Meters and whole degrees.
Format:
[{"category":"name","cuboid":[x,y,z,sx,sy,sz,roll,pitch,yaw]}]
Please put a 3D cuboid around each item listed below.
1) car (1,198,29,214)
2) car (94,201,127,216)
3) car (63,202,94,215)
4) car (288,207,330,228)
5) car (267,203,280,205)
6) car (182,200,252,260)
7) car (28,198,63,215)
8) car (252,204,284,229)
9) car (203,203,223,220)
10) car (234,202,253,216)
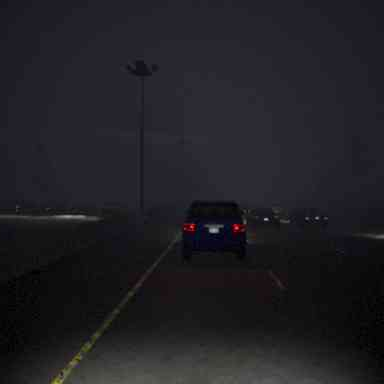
[{"category":"car","cuboid":[-18.796,1.472,36.516,2.097,1.767,4.553,1,-1,4]},{"category":"car","cuboid":[-8.346,1.700,35.472,1.882,1.535,5.008,1,-1,4]},{"category":"car","cuboid":[-11.817,1.763,36.007,1.994,1.385,4.181,1,-1,4]},{"category":"car","cuboid":[8.621,1.842,24.951,2.033,1.411,5.357,1,-1,4]},{"category":"car","cuboid":[9.531,1.979,39.227,1.812,1.442,4.674,1,0,4]},{"category":"car","cuboid":[0.853,1.311,13.014,2.150,2.045,5.566,1,-1,4]},{"category":"car","cuboid":[-15.306,1.657,36.264,1.882,1.535,5.008,1,-1,4]},{"category":"car","cuboid":[5.062,1.811,24.113,1.994,1.385,4.181,1,-1,4]},{"category":"car","cuboid":[2.095,1.829,32.591,1.812,1.442,4.674,1,-1,4]},{"category":"car","cuboid":[6.038,1.944,39.462,1.812,1.442,4.674,1,-1,4]}]
